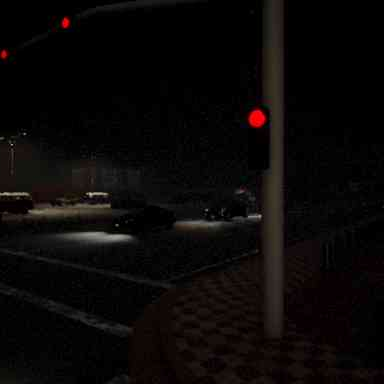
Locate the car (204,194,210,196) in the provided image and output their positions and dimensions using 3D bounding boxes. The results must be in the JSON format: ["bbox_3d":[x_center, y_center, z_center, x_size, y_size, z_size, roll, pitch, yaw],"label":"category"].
[{"bbox_3d":[3.606,1.287,63.800,1.905,1.878,3.866,0,0,36],"label":"car"}]

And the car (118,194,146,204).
[{"bbox_3d":[-8.962,1.492,51.371,1.970,1.475,3.806,0,0,36],"label":"car"}]

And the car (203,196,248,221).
[{"bbox_3d":[3.002,1.443,28.621,2.097,1.767,4.553,0,0,36],"label":"car"}]

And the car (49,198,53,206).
[{"bbox_3d":[-24.886,1.448,63.128,1.784,1.438,3.905,0,0,36],"label":"car"}]

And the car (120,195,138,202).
[{"bbox_3d":[-14.509,1.512,77.178,1.970,1.475,3.806,0,0,36],"label":"car"}]

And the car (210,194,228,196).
[{"bbox_3d":[5.900,1.286,62.034,1.932,1.855,4.605,0,0,36],"label":"car"}]

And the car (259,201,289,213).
[{"bbox_3d":[9.178,1.602,37.003,2.128,1.511,4.902,0,0,37],"label":"car"}]

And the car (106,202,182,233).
[{"bbox_3d":[-2.850,1.599,20.629,1.812,1.442,4.674,0,0,36],"label":"car"}]

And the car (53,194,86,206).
[{"bbox_3d":[-22.596,1.239,61.353,1.932,1.855,4.605,0,0,36],"label":"car"}]

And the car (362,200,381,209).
[{"bbox_3d":[25.631,1.749,47.261,1.895,1.301,4.718,0,0,36],"label":"car"}]

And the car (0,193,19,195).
[{"bbox_3d":[-27.096,1.215,45.945,1.932,1.855,4.605,0,0,36],"label":"car"}]

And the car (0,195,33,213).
[{"bbox_3d":[-22.584,1.461,42.666,1.970,1.475,3.806,0,0,36],"label":"car"}]
